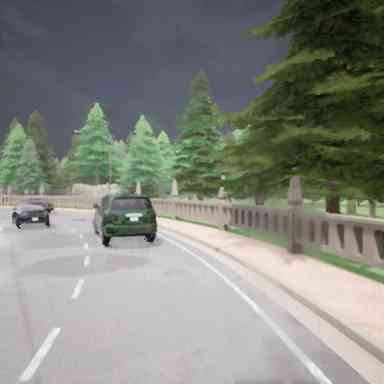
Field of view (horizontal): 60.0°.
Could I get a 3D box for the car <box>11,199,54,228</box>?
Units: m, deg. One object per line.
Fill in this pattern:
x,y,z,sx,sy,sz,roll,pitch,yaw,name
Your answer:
-10.346,1.399,21.235,1.812,1.442,4.674,0,0,-33,car

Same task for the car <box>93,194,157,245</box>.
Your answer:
-3.184,1.113,15.197,2.150,2.045,5.566,0,0,-21,car
